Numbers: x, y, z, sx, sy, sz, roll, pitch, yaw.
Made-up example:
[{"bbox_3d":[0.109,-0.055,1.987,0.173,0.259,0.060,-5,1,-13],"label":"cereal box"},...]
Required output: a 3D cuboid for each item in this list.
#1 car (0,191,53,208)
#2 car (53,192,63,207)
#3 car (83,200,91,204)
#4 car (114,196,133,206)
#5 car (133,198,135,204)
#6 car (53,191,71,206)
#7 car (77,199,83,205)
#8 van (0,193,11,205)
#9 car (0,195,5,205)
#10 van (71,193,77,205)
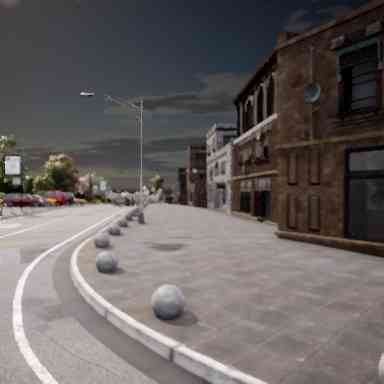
[{"bbox_3d":[-18.725,0.957,37.550,4.553,1.767,2.185,0,-1,-6],"label":"car"},{"bbox_3d":[-19.007,1.119,40.571,5.008,1.535,2.097,0,-1,-6],"label":"car"},{"bbox_3d":[-20.303,1.395,55.577,5.366,1.575,1.946,0,-1,-6],"label":"car"},{"bbox_3d":[-10.271,1.285,48.878,2.128,1.511,4.902,0,-1,-5],"label":"car"},{"bbox_3d":[-11.228,1.538,59.250,2.033,1.411,5.357,0,0,-5],"label":"car"},{"bbox_3d":[-19.328,0.902,43.475,5.566,2.045,2.435,0,-1,-6],"label":"car"},{"bbox_3d":[-20.234,1.199,52.656,4.553,1.767,2.185,0,-1,-6],"label":"car"},{"bbox_3d":[-32.644,1.150,55.029,4.442,1.987,1.878,0,-1,-6],"label":"van"},{"bbox_3d":[-32.673,1.303,52.214,5.366,1.575,1.946,0,-1,-6],"label":"car"},{"bbox_3d":[-20.024,1.036,49.627,4.442,1.987,1.878,0,-1,-6],"label":"van"}]
